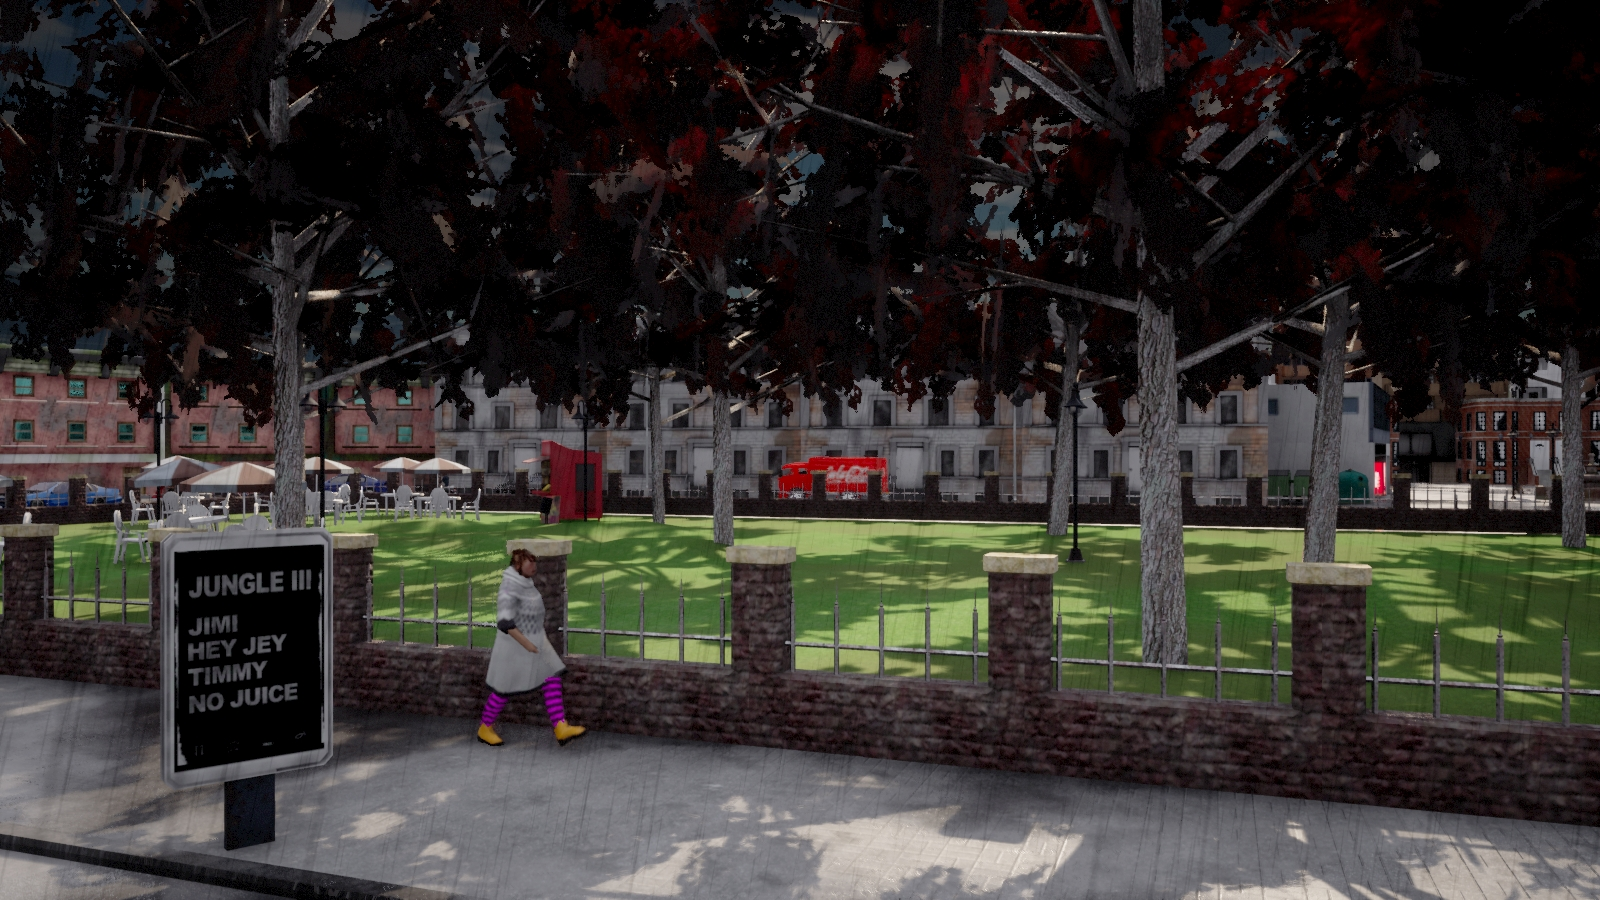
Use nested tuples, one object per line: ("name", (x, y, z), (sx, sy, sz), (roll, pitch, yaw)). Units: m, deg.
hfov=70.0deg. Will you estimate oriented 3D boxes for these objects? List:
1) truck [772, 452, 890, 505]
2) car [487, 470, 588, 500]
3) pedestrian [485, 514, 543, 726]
("truck", (1.515, 1.355, 55.697), (5.204, 2.467, 2.627), (0, 0, 20))
("car", (-14.101, 1.841, 61.346), (4.902, 1.511, 2.128), (0, 0, 20))
("pedestrian", (-2.603, 1.526, 10.417), (0.375, 1.860, 0.375), (0, 0, 17))
